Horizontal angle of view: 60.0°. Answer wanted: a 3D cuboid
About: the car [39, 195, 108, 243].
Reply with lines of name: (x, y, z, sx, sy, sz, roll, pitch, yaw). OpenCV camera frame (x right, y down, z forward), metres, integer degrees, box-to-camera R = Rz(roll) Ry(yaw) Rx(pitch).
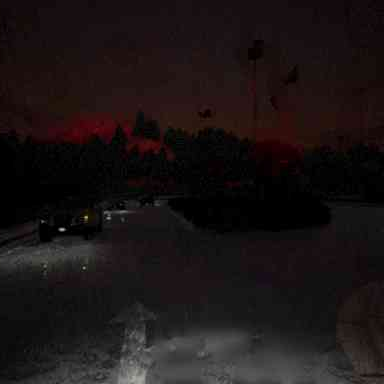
car: (-5.794, 1.201, 16.625, 2.150, 2.045, 5.566, -1, 0, -8)

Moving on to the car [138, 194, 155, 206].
car: (-6.472, 1.277, 48.456, 1.837, 1.490, 4.892, -1, 1, -8)

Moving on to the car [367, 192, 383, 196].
car: (28.502, 0.666, 50.295, 4.193, 1.474, 1.816, -1, 0, -8)

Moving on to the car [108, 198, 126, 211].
car: (-8.814, 1.402, 39.139, 1.812, 1.442, 4.674, -1, 0, -8)

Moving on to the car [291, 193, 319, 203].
car: (15.944, 0.916, 47.264, 3.905, 1.438, 1.784, -1, 0, -8)

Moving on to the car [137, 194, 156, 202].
car: (-8.971, 1.218, 65.795, 1.812, 1.442, 4.674, -1, 0, 19)

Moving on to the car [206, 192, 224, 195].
car: (5.370, 0.740, 74.906, 4.553, 1.767, 2.097, -1, 0, -8)
